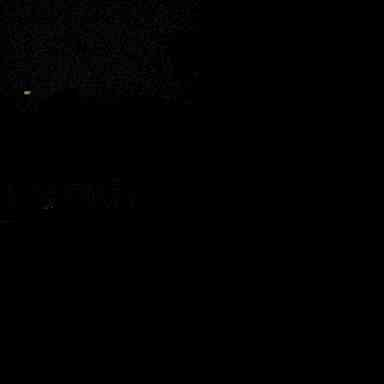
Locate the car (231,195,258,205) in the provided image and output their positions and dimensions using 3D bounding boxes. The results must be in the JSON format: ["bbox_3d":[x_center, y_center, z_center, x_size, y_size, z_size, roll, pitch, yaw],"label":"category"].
[{"bbox_3d":[8.902,1.269,54.802,2.033,1.411,5.357,-5,-2,40],"label":"car"}]

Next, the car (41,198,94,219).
[{"bbox_3d":[-11.274,1.430,30.421,2.097,1.767,4.553,-5,-3,39],"label":"car"}]

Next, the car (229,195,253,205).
[{"bbox_3d":[8.829,1.421,59.504,1.837,1.490,4.892,-5,-2,39],"label":"car"}]

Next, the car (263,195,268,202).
[{"bbox_3d":[14.843,1.139,62.100,1.994,1.385,4.181,-5,-2,39],"label":"car"}]
